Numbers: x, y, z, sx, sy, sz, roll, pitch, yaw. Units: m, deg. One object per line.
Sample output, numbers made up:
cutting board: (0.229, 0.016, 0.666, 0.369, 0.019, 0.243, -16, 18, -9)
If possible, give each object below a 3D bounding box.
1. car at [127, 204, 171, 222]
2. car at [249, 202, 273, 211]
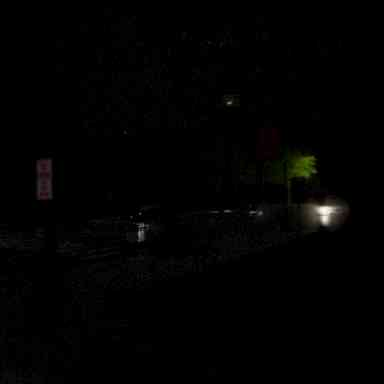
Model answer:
car: (-3.757, 1.836, 29.939, 1.812, 1.442, 4.674, -1, -1, 36)
car: (10.393, 2.134, 49.811, 1.895, 1.301, 4.718, -1, -1, 36)
